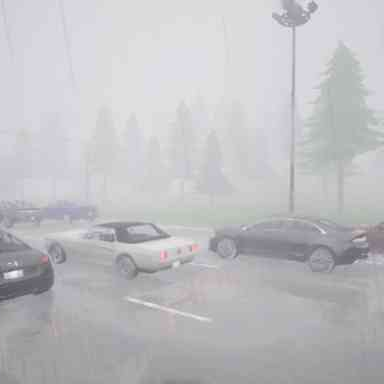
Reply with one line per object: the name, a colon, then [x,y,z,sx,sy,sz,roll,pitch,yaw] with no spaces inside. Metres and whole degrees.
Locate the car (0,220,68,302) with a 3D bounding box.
car: [-4.901,1.463,7.229,4.181,1.385,1.994,1,0,35]

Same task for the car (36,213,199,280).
car: [-2.225,1.511,9.662,4.718,1.301,1.895,1,0,34]

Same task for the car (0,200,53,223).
car: [-10.804,1.243,19.741,4.902,1.511,2.128,1,0,34]

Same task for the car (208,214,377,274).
car: [2.829,1.447,10.455,4.902,1.511,2.128,1,1,34]

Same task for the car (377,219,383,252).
car: [7.325,1.517,11.615,4.674,1.442,1.812,1,1,34]

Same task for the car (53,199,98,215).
car: [-8.483,1.235,22.398,5.008,1.535,1.882,0,0,34]
